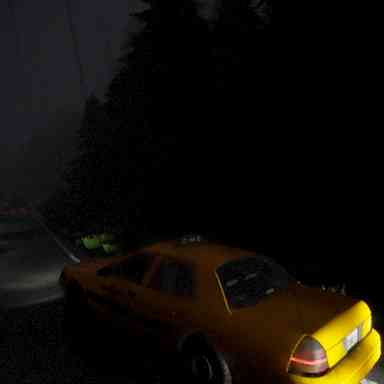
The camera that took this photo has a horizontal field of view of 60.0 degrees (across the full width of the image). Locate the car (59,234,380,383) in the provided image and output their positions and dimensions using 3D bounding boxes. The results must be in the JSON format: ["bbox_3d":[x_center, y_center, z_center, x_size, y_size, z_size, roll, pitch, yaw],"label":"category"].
[{"bbox_3d":[-0.234,1.417,5.107,5.366,1.575,1.801,1,1,45],"label":"car"}]

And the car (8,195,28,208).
[{"bbox_3d":[-20.970,1.058,40.164,2.128,1.511,4.902,-2,2,-26],"label":"car"}]
